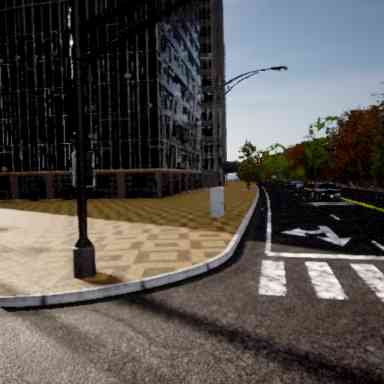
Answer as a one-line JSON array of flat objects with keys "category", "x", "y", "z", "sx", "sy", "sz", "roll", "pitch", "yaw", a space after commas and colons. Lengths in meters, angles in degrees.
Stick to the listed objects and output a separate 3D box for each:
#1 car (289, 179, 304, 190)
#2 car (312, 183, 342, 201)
[{"category": "car", "x": 16.193, "y": -1.251, "z": 51.690, "sx": 2.128, "sy": 1.511, "sz": 4.902, "roll": -1, "pitch": 3, "yaw": 11}, {"category": "car", "x": 11.443, "y": -0.019, "z": 28.427, "sx": 1.837, "sy": 1.490, "sz": 4.892, "roll": -1, "pitch": 3, "yaw": 12}]
